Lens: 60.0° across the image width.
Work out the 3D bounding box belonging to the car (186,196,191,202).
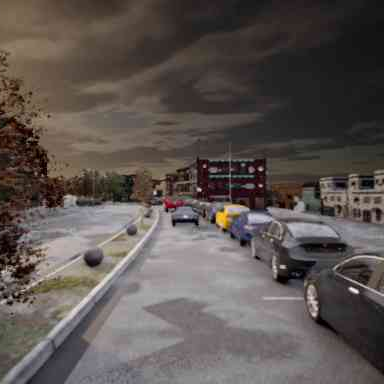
[{"bbox_3d":[-0.303,1.659,48.593,2.185,1.767,4.553,0,-1,-9],"label":"car"}]

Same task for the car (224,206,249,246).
[{"bbox_3d":[2.879,1.573,15.389,2.002,1.452,4.674,0,0,-1],"label":"car"}]

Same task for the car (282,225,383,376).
[{"bbox_3d":[2.998,1.485,4.322,2.231,1.521,4.892,0,0,0],"label":"car"}]

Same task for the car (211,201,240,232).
[{"bbox_3d":[2.648,1.571,20.932,2.097,1.535,5.008,0,0,-2],"label":"car"}]

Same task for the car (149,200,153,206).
[{"bbox_3d":[-9.150,2.836,86.391,2.163,1.488,4.792,0,-2,-16],"label":"car"}]

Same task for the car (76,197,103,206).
[{"bbox_3d":[-22.068,2.132,71.648,5.566,2.045,2.435,0,-2,-15],"label":"car"}]

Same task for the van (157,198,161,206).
[{"bbox_3d":[-6.112,2.187,75.837,1.878,1.987,4.442,0,-2,-14],"label":"van"}]

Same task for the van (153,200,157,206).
[{"bbox_3d":[-7.595,2.378,81.170,1.878,1.987,4.442,0,-2,-15],"label":"van"}]

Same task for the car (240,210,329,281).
[{"bbox_3d":[2.990,1.500,9.842,2.231,1.521,4.892,0,0,0],"label":"car"}]

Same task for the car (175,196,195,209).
[{"bbox_3d":[-1.240,1.615,54.125,2.435,2.045,5.566,0,-1,-10],"label":"car"}]

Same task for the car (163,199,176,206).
[{"bbox_3d":[-4.730,2.280,70.331,2.002,1.452,4.674,0,-2,-14],"label":"car"}]

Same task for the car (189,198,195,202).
[{"bbox_3d":[1.224,1.726,37.641,2.002,1.452,4.674,0,0,-6],"label":"car"}]

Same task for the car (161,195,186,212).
[{"bbox_3d":[-2.450,1.467,42.920,2.150,2.045,5.566,0,0,-8],"label":"car"}]

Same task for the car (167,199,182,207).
[{"bbox_3d":[-3.461,2.133,64.938,2.002,1.452,4.674,0,-1,-12],"label":"car"}]

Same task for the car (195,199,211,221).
[{"bbox_3d":[1.806,1.678,32.152,2.163,1.488,4.792,0,0,-5],"label":"car"}]

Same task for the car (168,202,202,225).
[{"bbox_3d":[-0.596,1.683,25.009,1.994,1.385,4.181,0,0,-4],"label":"car"}]
